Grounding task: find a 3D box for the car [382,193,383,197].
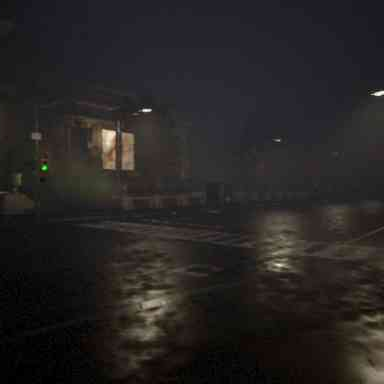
[{"bbox_3d":[45.352,0.453,75.908,4.674,1.452,2.002,-1,1,-29],"label":"car"}]
